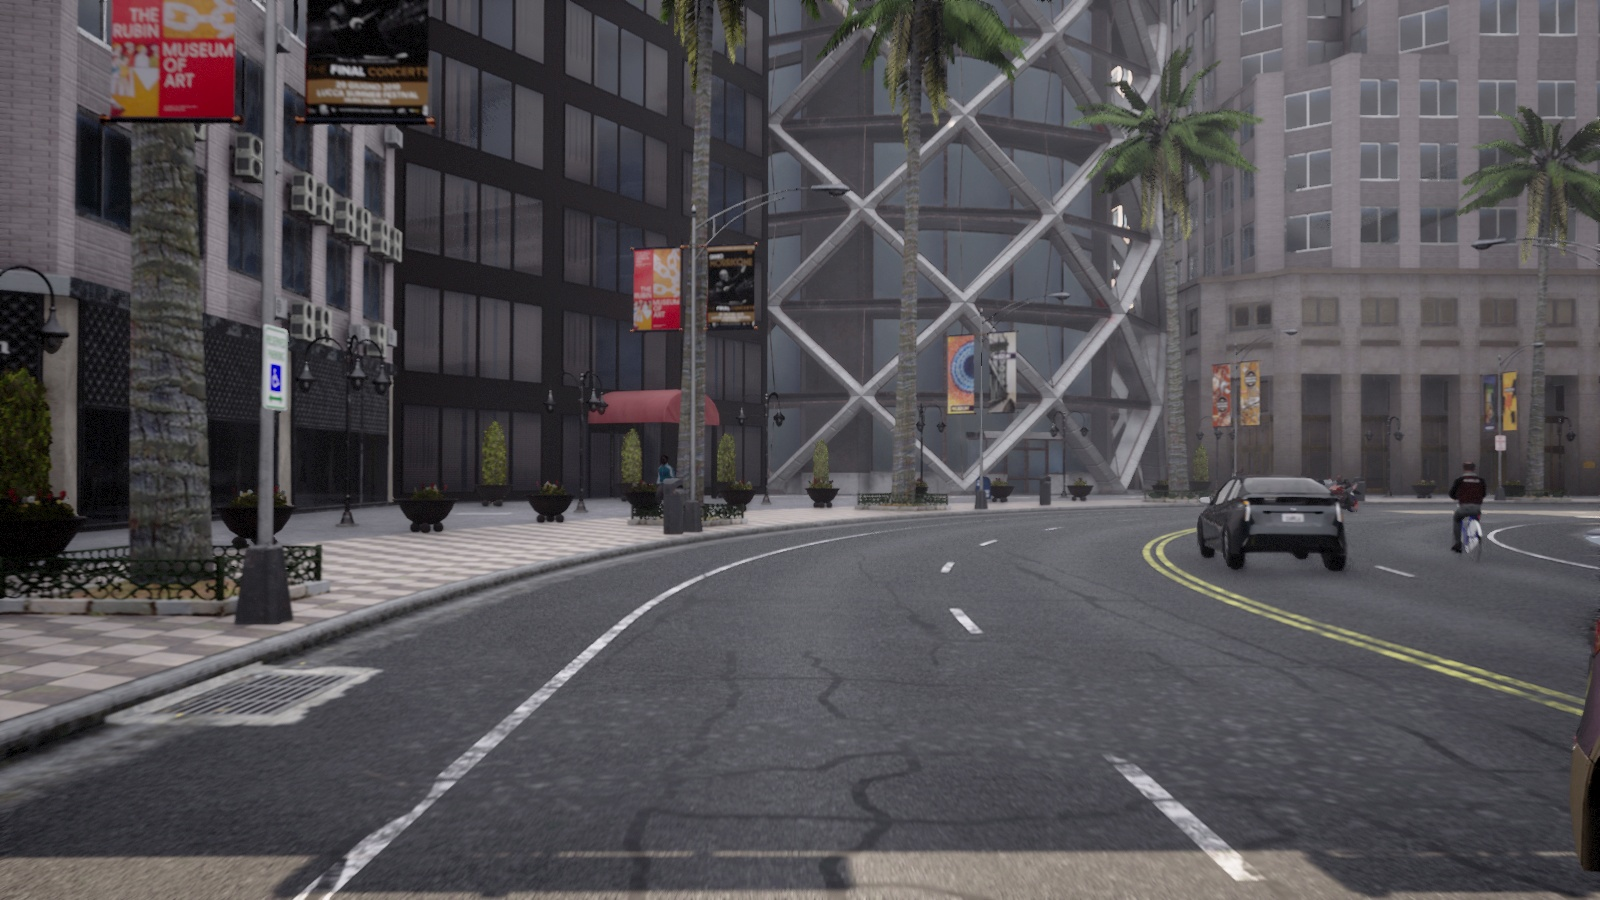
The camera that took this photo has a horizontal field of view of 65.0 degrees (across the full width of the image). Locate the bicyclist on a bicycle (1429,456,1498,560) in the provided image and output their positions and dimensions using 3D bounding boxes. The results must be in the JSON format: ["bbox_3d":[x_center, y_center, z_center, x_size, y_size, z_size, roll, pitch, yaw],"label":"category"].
[{"bbox_3d":[11.886,1.006,22.538,0.659,1.776,1.843,0,-1,14],"label":"bicyclist on a bicycle"}]

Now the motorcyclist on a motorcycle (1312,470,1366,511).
[{"bbox_3d":[20.929,1.564,48.752,2.191,1.530,0.866,0,-1,-35],"label":"motorcyclist on a motorcycle"}]

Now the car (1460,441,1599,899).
[{"bbox_3d":[3.494,0.767,2.261,2.033,1.649,4.856,0,-1,0],"label":"car"}]

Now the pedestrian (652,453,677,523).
[{"bbox_3d":[-3.828,1.066,35.404,0.396,1.930,0.692,-1,-1,24],"label":"pedestrian"}]

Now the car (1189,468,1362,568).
[{"bbox_3d":[8.052,1.084,21.697,2.007,1.525,4.514,0,-1,11],"label":"car"}]
